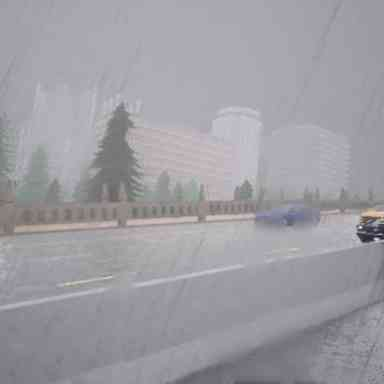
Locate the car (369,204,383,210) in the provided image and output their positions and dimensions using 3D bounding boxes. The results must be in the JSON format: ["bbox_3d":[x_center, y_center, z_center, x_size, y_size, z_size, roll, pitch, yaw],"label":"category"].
[{"bbox_3d":[12.984,1.526,21.847,5.008,1.535,1.882,0,0,-35],"label":"car"}]

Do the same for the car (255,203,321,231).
[{"bbox_3d":[6.183,1.514,21.297,5.008,1.535,1.882,0,0,-35],"label":"car"}]

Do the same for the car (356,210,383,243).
[{"bbox_3d":[9.412,1.635,15.003,4.718,1.301,1.895,0,0,-35],"label":"car"}]
